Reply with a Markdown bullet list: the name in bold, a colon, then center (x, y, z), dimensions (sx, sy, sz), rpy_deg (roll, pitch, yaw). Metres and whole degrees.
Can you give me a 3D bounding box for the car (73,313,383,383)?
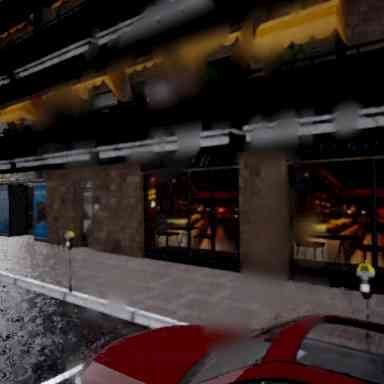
- **car**: center (0.892, 1.582, 2.251), dimensions (4.206, 1.307, 1.802), rpy_deg (0, -1, 35)
